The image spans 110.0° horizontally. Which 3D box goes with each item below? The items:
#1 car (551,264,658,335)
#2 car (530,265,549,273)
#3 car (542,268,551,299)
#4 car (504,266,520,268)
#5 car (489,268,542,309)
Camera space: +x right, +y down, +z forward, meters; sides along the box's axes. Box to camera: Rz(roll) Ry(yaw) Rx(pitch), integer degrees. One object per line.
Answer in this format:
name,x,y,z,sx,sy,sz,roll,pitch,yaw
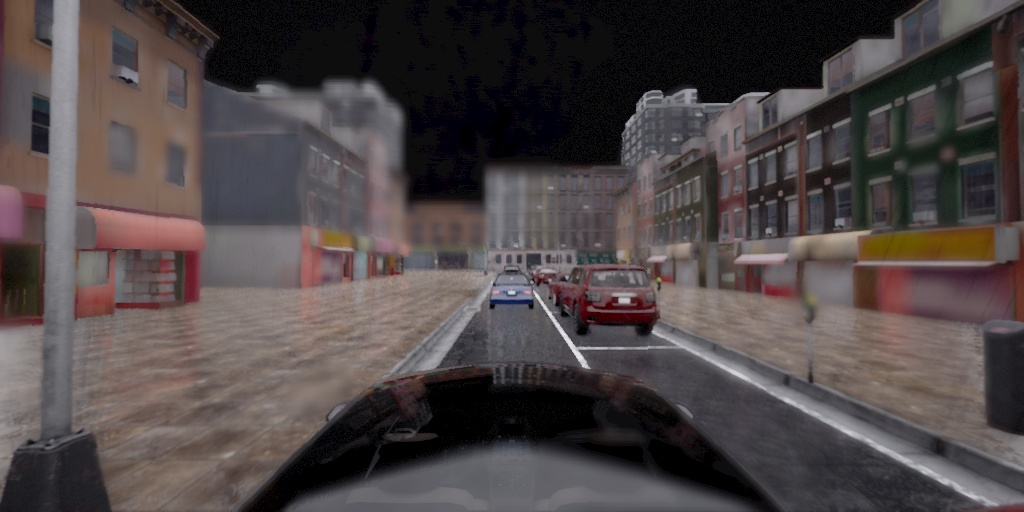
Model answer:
car,2.633,1.154,10.811,2.192,1.841,5.009,0,0,0
car,2.623,1.554,27.321,1.888,1.381,4.507,0,0,0
car,2.630,1.440,16.314,1.888,1.381,4.507,0,0,0
car,-0.014,1.558,31.158,1.837,1.490,4.892,0,0,0
car,-0.008,1.438,15.839,2.033,1.411,5.357,0,-1,0
